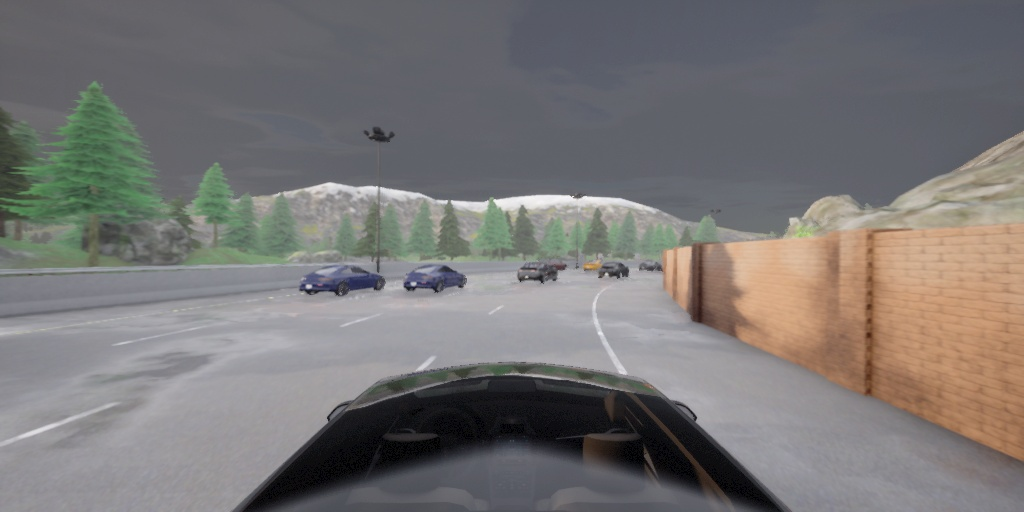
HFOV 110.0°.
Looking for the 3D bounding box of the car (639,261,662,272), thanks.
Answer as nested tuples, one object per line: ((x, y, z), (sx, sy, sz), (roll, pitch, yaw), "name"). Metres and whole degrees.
((18.918, 1.361, 48.487), (4.674, 1.442, 1.812), (0, 0, -41), "car")

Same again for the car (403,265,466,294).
((-4.150, 1.196, 19.742), (1.812, 1.442, 4.674), (0, 0, 17), "car")

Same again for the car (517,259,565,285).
((1.975, 1.208, 26.156), (2.128, 1.511, 4.902), (0, 0, 24), "car")

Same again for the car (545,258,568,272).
((4.979, 1.061, 43.619), (2.097, 1.767, 4.553), (1, 0, 38), "car")

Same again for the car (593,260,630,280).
((9.210, 1.280, 32.180), (1.837, 1.490, 4.892), (0, 0, 31), "car")

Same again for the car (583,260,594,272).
((10.962, 1.241, 45.413), (1.882, 1.535, 5.008), (0, -1, 44), "car")

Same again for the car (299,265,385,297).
((-8.287, 1.160, 17.852), (1.812, 1.442, 4.674), (0, 0, 14), "car")
